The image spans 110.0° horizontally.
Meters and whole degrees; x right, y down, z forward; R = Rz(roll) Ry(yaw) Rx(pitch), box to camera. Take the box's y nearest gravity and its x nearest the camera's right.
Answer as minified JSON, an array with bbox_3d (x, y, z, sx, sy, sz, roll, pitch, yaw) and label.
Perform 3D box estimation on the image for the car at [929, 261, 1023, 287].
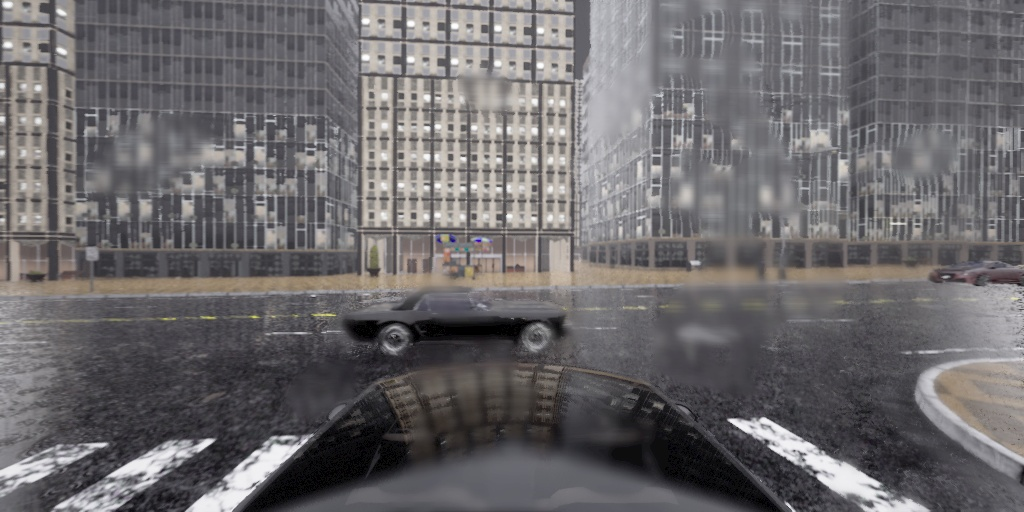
[{"bbox_3d":[26.201,0.973,20.146,4.181,1.385,1.994,-1,0,-4],"label":"car"}]

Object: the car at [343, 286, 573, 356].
[{"bbox_3d":[-1.067,1.363,8.152,4.718,1.301,1.895,0,0,-4],"label":"car"}]
